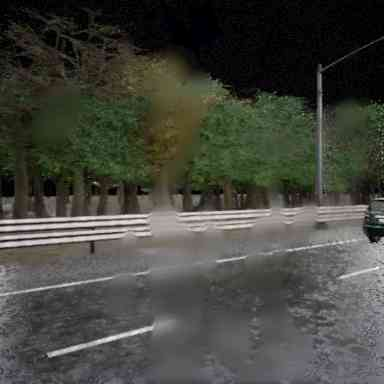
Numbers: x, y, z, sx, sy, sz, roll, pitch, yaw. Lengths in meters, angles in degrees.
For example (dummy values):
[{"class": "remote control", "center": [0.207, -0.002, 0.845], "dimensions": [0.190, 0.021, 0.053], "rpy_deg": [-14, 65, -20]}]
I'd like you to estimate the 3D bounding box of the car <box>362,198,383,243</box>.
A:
[{"class": "car", "center": [10.013, 1.278, 15.210], "dimensions": [5.566, 2.045, 2.150], "rpy_deg": [0, 0, -36]}]
